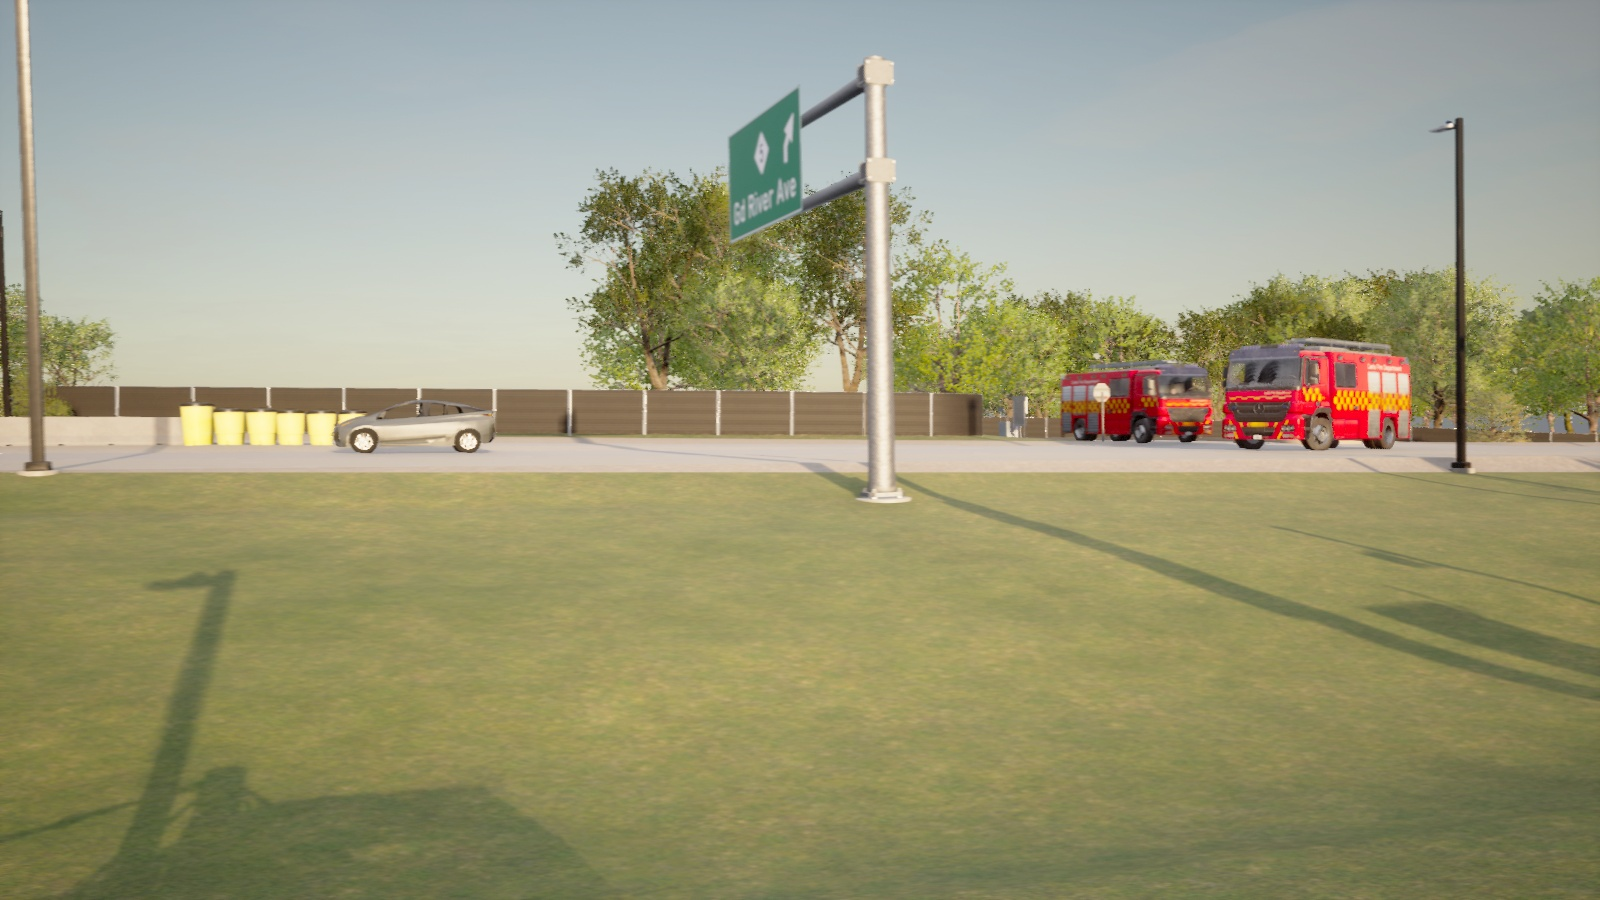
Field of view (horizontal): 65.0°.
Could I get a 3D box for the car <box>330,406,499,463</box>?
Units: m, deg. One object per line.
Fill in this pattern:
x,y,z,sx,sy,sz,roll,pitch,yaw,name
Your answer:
-11.145,-0.467,36.326,4.514,1.525,2.007,-2,1,-20,car

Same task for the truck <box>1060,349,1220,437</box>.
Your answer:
15.922,-2.612,59.585,2.891,3.827,8.468,-2,2,-20,truck

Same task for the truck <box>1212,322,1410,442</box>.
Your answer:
18.134,-2.310,44.259,8.468,3.827,2.891,-2,1,-41,truck
